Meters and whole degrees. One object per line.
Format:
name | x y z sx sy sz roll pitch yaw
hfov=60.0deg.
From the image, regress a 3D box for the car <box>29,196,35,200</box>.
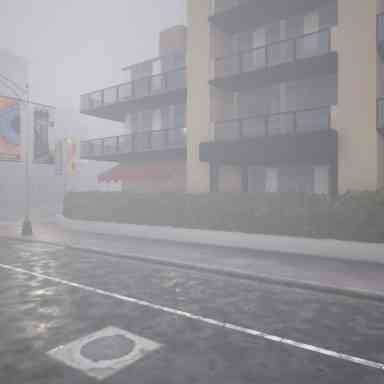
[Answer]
car | -36.054 1.494 72.144 4.892 1.521 2.231 0 0 36
